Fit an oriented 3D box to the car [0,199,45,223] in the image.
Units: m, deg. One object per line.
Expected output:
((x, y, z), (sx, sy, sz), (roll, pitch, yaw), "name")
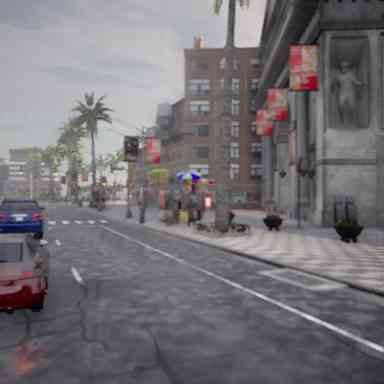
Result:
((-9.235, 1.377, 17.974), (2.150, 2.045, 5.566), (1, -1, -26), "car")

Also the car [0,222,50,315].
((-4.299, 1.627, 7.503), (1.994, 1.385, 4.181), (1, -1, -22), "car")
